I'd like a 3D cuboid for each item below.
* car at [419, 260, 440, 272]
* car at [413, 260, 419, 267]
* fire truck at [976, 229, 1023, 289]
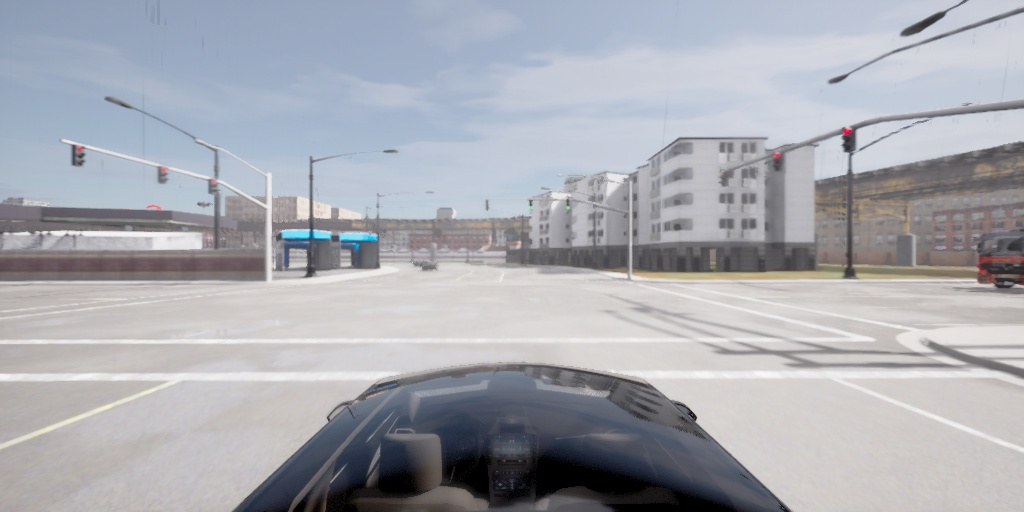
[{"bbox_3d":[-10.349,1.310,45.829,1.895,1.301,4.718,0,0,-8],"label":"car"},{"bbox_3d":[-15.227,1.316,60.711,1.895,1.301,4.718,0,0,-32],"label":"car"},{"bbox_3d":[32.220,0.099,20.644,8.468,3.827,2.891,0,-1,-5],"label":"fire truck"}]
